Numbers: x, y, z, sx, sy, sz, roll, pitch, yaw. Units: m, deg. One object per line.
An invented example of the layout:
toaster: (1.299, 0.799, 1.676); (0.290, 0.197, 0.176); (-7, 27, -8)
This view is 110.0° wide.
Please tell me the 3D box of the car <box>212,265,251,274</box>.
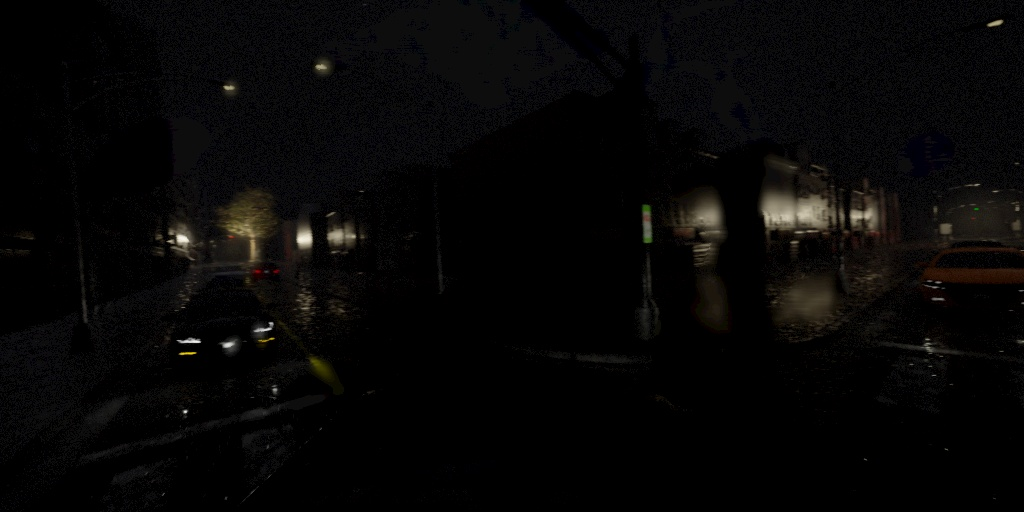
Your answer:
car: (-25.842, 1.887, 32.815); (2.150, 2.045, 5.566); (-4, 2, -41)

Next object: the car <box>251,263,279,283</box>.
car: (-25.980, 1.773, 37.714); (2.150, 2.045, 5.566); (-4, 2, -38)

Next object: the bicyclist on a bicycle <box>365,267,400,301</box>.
bicyclist on a bicycle: (-6.135, 1.281, 16.976); (1.656, 1.620, 0.582); (-3, 0, -38)

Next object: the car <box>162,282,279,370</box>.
car: (-7.369, 1.645, 9.209); (1.837, 1.490, 4.892); (-4, 1, -40)

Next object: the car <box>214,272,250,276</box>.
car: (-19.224, 2.081, 24.377); (1.994, 1.385, 4.181); (-4, 1, -38)

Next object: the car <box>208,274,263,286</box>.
car: (-13.101, 1.833, 16.555); (2.128, 1.511, 4.902); (-4, 1, -38)

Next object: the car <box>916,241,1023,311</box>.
car: (12.253, 0.509, 9.406); (5.008, 1.535, 1.882); (-3, 1, -38)

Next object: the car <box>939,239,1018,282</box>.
car: (19.763, 0.119, 15.286); (4.892, 1.490, 1.837); (-3, 1, -38)
